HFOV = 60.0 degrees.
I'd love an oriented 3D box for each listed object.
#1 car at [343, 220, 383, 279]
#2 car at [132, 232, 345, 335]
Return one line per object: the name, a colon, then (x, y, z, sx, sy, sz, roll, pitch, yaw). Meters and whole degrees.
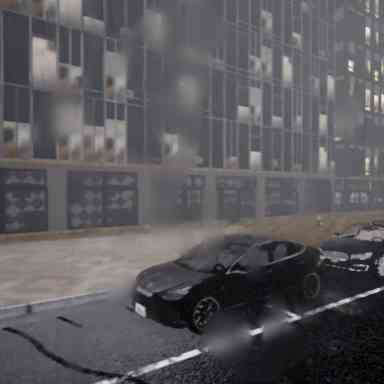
car: (5.532, 1.569, 10.004, 4.403, 1.369, 2.008, 0, 0, -35)
car: (0.930, 1.574, 6.750, 4.313, 1.339, 1.947, 0, 0, -35)
